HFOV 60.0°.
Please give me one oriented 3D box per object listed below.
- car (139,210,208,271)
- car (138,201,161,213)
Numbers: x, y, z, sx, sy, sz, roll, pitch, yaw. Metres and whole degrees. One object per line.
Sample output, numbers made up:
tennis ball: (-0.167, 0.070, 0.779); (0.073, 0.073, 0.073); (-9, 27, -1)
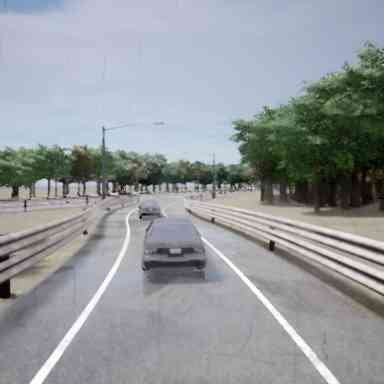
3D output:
car: (-0.671, 1.538, 10.934); (2.033, 1.411, 5.357); (0, 0, -6)
car: (-3.704, 1.492, 29.015); (2.033, 1.411, 5.357); (0, 0, -9)
